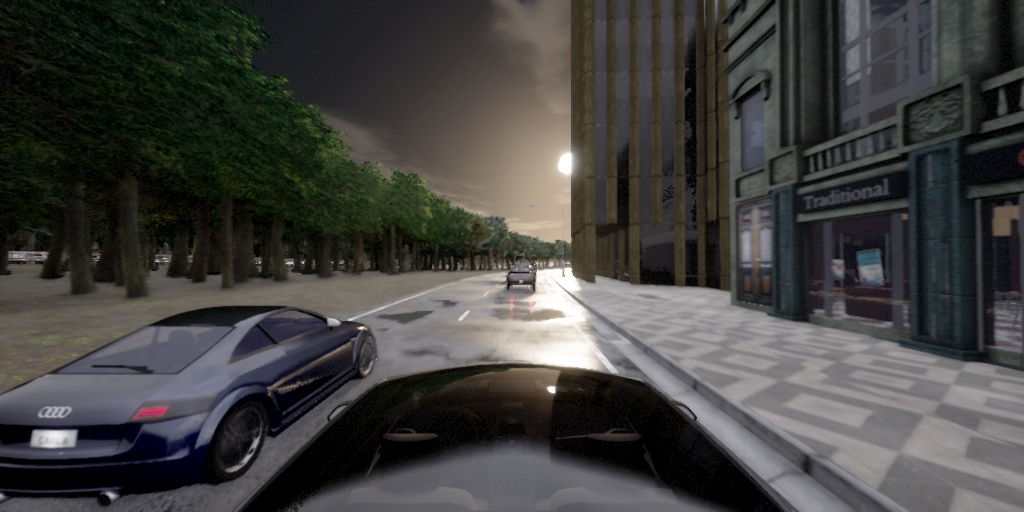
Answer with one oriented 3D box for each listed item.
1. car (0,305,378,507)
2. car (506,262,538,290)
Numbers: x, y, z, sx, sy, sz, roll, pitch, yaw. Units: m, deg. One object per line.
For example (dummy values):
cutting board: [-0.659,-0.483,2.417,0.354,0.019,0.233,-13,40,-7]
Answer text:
car: [-3.359,1.316,4.646,1.994,1.385,4.181,0,0,0]
car: [0.642,1.334,23.592,2.128,1.511,4.902,0,0,2]
